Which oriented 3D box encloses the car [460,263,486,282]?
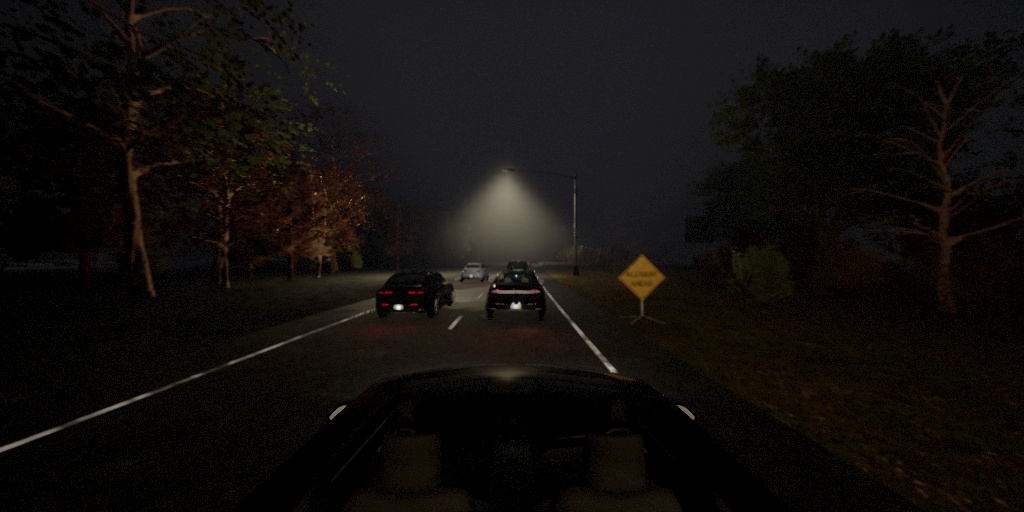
[{"bbox_3d":[-2.979,1.278,29.098,1.812,1.442,4.674,0,0,2],"label":"car"}]

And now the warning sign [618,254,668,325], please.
[{"bbox_3d":[3.590,0.868,9.906,1.300,1.860,1.060,0,0,1],"label":"warning sign"}]

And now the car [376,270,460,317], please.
[{"bbox_3d":[-3.337,1.256,13.112,1.837,1.490,4.892,0,1,1],"label":"car"}]

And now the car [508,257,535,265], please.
[{"bbox_3d":[0.475,1.104,27.712,2.097,1.767,4.553,0,0,2],"label":"car"}]

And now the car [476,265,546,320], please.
[{"bbox_3d":[0.155,1.243,12.721,2.128,1.511,4.902,0,0,1],"label":"car"}]
